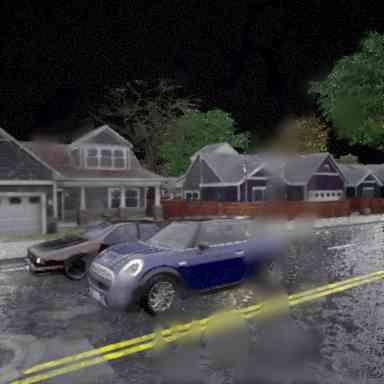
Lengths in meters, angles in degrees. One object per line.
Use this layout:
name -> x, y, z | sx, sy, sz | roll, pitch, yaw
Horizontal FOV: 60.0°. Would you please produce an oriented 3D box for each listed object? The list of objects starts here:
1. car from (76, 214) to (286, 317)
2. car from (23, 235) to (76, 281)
car -> 0.024, 1.365, 7.614 | 4.553, 1.767, 2.097 | 0, 0, -35
car -> -2.057, 1.569, 10.124 | 5.357, 1.411, 2.033 | 0, 0, -35
